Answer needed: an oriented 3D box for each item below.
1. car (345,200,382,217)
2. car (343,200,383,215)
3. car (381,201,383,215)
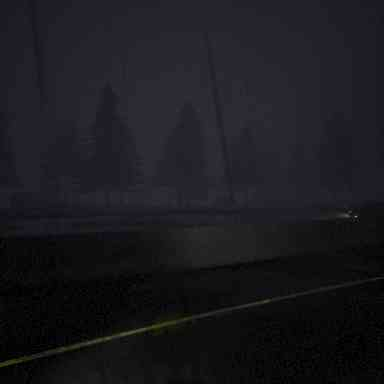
[{"bbox_3d":[16.164,1.489,29.796,4.902,1.511,2.128,0,0,-17],"label":"car"},{"bbox_3d":[18.458,1.545,34.134,5.357,1.411,2.033,0,0,-16],"label":"car"},{"bbox_3d":[18.005,1.532,26.698,4.674,1.442,1.812,0,0,-17],"label":"car"}]
